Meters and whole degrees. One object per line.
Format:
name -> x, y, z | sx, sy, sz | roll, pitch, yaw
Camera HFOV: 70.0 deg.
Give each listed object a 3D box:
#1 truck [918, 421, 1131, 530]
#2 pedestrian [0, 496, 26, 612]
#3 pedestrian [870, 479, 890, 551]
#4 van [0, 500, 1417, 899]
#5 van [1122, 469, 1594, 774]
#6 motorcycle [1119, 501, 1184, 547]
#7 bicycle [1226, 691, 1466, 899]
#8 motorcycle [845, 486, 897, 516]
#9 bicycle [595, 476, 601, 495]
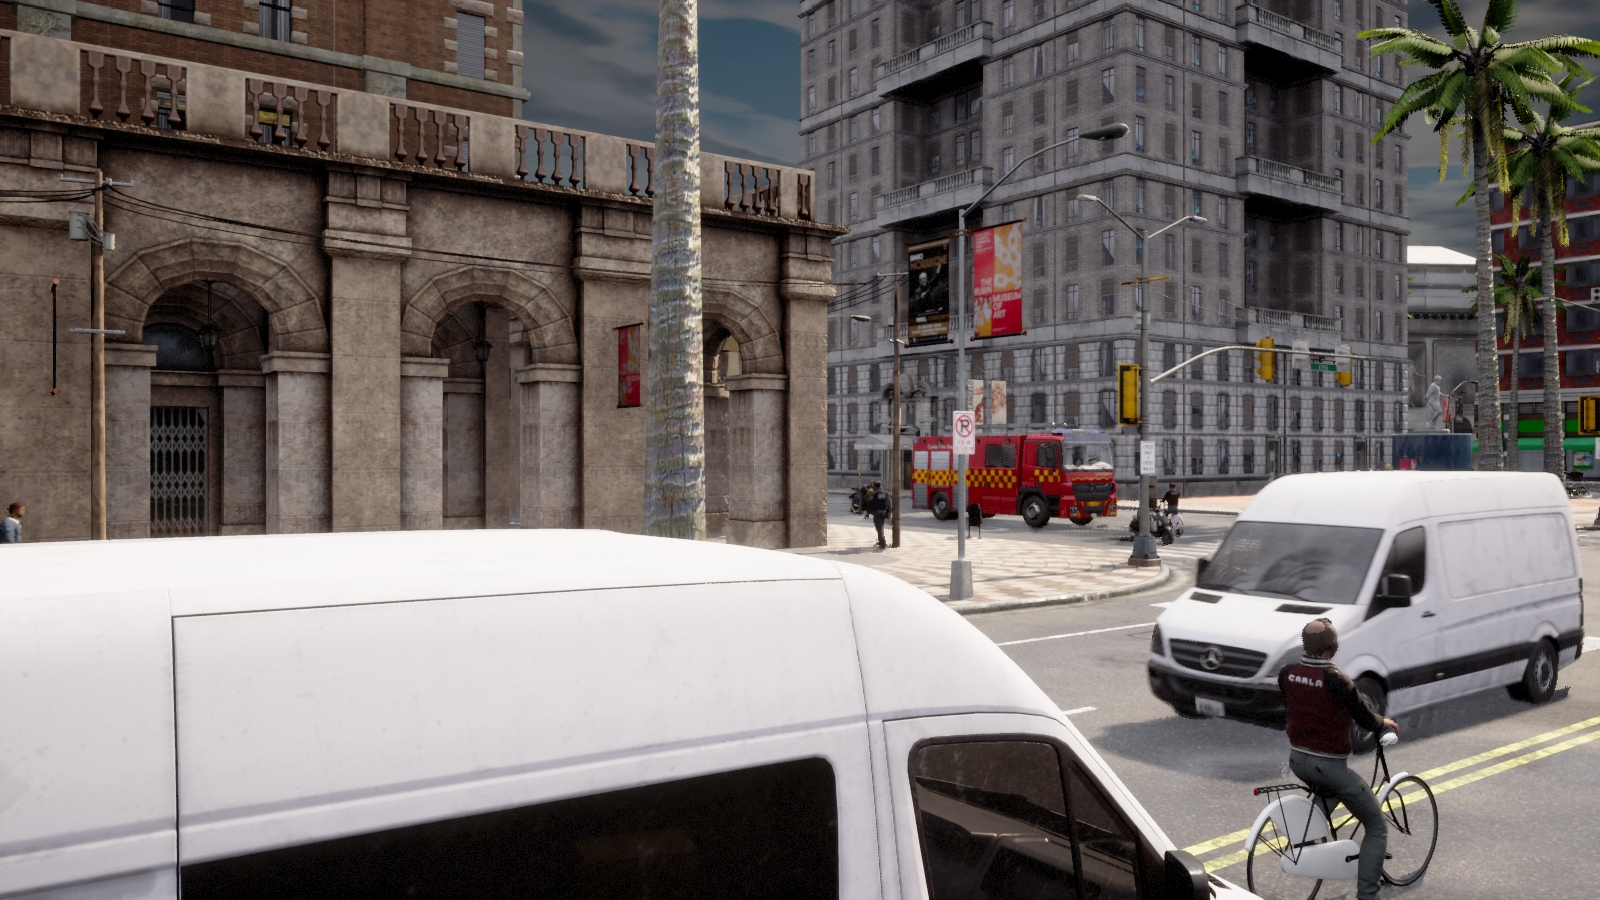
truck -> 8.452, 0.890, 44.320 | 2.891, 3.827, 8.468 | 0, 0, -35
pedestrian -> -12.920, 1.696, 18.732 | 0.375, 1.860, 0.375 | 0, 0, -35
pedestrian -> 2.104, 1.696, 30.066 | 0.375, 1.860, 0.375 | 0, 0, -27
van -> -0.760, 1.534, 3.254 | 5.915, 2.561, 1.988 | 0, 0, -35
van -> 6.245, 1.534, 12.419 | 5.915, 2.561, 1.988 | 0, 0, -35
motorcycle -> 10.486, 2.182, 34.152 | 0.856, 1.236, 1.805 | -1, 1, -26
bicycle -> 3.417, 2.210, 7.085 | 1.835, 1.171, 0.329 | 0, 0, -29
motorcycle -> 3.065, 2.205, 49.743 | 2.209, 1.251, 0.867 | 0, 0, 44
bicycle -> -12.612, 2.210, 71.312 | 0.329, 1.171, 1.835 | 0, 0, -13
